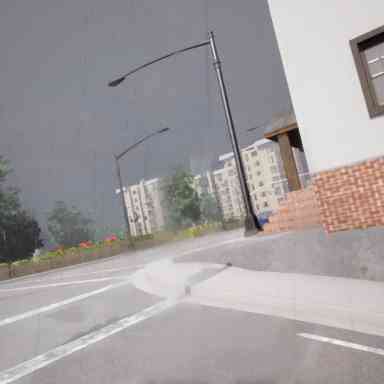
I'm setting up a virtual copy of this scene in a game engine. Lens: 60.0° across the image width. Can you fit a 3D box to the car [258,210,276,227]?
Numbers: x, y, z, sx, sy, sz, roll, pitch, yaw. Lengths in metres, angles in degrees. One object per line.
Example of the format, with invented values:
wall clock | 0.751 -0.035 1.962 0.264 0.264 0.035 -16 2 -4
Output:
car | 9.011 2.794 37.147 2.097 1.767 4.553 -16 -9 35
